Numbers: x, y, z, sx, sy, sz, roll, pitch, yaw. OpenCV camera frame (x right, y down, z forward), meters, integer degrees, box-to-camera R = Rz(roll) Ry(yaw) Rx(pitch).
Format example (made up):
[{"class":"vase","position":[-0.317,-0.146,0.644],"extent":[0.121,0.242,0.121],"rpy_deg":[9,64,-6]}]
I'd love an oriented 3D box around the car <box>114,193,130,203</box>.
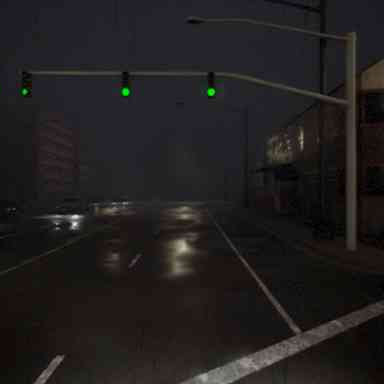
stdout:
[{"class":"car","position":[-10.867,0.916,51.985],"extent":[1.812,1.442,4.674],"rpy_deg":[0,0,0]}]

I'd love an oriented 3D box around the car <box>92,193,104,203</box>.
[{"class":"car","position":[-14.371,0.901,49.286],"extent":[1.812,1.442,4.674],"rpy_deg":[0,0,0]}]

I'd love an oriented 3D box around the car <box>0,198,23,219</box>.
[{"class":"car","position":[-14.276,1.258,24.268],"extent":[1.882,1.535,5.008],"rpy_deg":[0,1,0]}]

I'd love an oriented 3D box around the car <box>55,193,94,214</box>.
[{"class":"car","position":[-10.802,1.164,30.344],"extent":[1.812,1.442,4.674],"rpy_deg":[0,2,-1]}]
